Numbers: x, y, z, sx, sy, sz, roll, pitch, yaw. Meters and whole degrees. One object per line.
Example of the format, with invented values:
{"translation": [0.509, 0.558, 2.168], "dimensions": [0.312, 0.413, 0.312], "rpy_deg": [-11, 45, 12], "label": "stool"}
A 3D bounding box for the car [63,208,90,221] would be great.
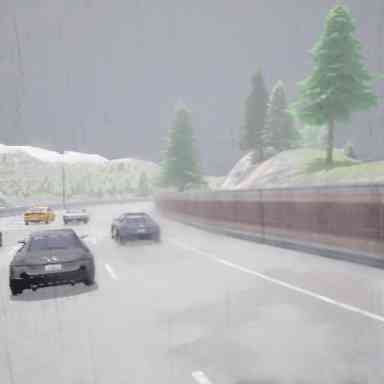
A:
{"translation": [-10.283, 2.101, 29.935], "dimensions": [1.895, 1.301, 4.718], "rpy_deg": [-2, 0, -13], "label": "car"}

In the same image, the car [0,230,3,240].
{"translation": [-9.396, 1.931, 14.100], "dimensions": [1.812, 1.442, 4.674], "rpy_deg": [-2, 0, -20], "label": "car"}

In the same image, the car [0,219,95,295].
{"translation": [-3.954, 1.749, 9.562], "dimensions": [1.994, 1.385, 4.181], "rpy_deg": [-2, 0, -22], "label": "car"}

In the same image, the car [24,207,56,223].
{"translation": [-14.050, 2.122, 30.913], "dimensions": [1.882, 1.535, 5.008], "rpy_deg": [-2, 0, -12], "label": "car"}

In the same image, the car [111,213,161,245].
{"translation": [-2.951, 1.740, 16.916], "dimensions": [1.994, 1.385, 4.181], "rpy_deg": [-2, 0, -20], "label": "car"}
